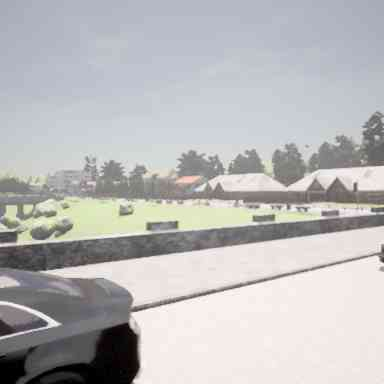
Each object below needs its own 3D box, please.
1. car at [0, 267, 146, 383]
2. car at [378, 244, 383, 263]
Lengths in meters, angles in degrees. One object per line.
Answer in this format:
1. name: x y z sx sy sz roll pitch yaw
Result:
1. car: -2.768 1.494 2.629 4.902 1.511 2.128 0 0 -35
2. car: 7.878 1.505 10.198 5.357 1.411 2.033 0 0 -35
